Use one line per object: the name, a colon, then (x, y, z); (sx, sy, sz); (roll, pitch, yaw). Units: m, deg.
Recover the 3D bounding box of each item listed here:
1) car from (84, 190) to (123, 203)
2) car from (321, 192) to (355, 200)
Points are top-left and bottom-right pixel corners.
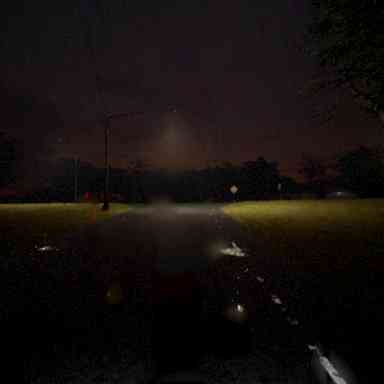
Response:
car: (-13.093, 0.686, 49.501); (5.566, 2.045, 2.150); (0, -2, 1)
car: (25.002, 0.690, 56.926); (5.357, 1.411, 2.033); (-1, -2, -1)
